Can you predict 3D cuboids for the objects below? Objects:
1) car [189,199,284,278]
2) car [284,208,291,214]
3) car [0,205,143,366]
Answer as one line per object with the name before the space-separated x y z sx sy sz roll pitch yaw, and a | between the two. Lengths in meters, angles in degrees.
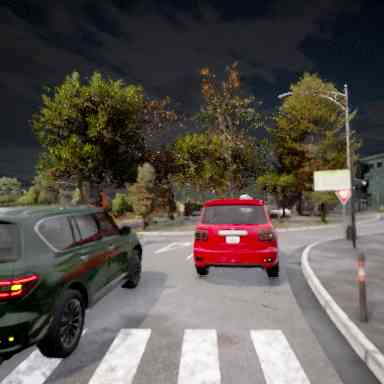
car | 1.493 1.245 10.361 2.150 2.045 5.566 -1 -1 12
car | 18.229 4.031 69.226 4.674 1.442 1.812 -3 -6 36
car | -2.550 1.247 6.248 2.150 2.045 5.566 -1 0 6
